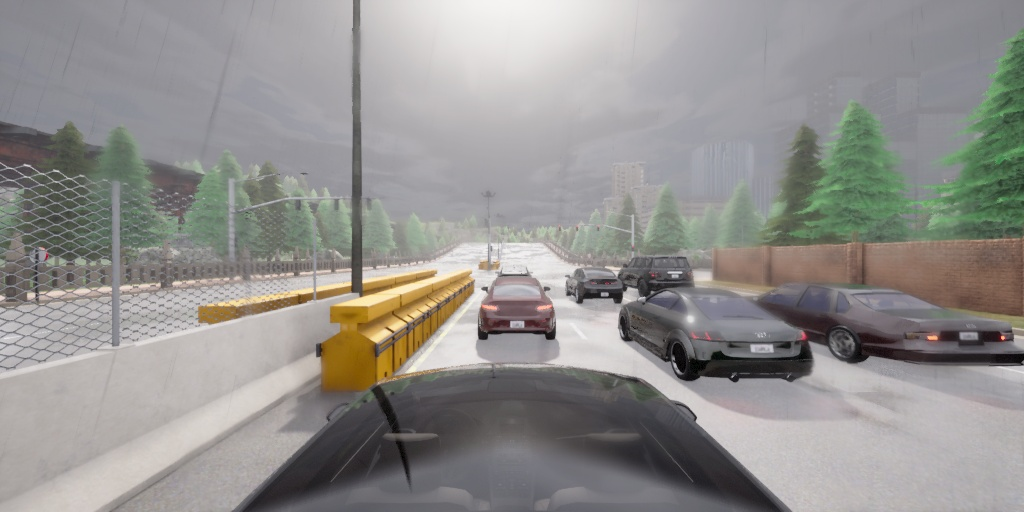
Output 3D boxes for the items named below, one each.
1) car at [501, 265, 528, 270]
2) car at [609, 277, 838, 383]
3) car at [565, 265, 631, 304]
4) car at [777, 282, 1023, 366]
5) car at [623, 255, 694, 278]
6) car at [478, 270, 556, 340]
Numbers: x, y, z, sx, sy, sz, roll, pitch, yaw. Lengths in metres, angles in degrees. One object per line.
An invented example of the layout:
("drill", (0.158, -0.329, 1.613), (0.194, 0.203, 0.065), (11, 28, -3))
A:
("car", (0.123, 1.241, 19.097), (2.128, 1.511, 4.902), (0, 0, 0))
("car", (3.612, 1.314, 7.220), (1.994, 1.385, 4.181), (0, 0, -1))
("car", (3.618, 1.255, 16.387), (1.837, 1.490, 4.892), (0, 0, 0))
("car", (7.109, 1.297, 8.084), (2.033, 1.411, 5.357), (0, 0, 0))
("car", (7.120, 0.972, 18.326), (2.150, 2.045, 5.566), (0, 0, 0))
("car", (0.112, 1.276, 9.851), (1.812, 1.442, 4.674), (0, 0, 0))
